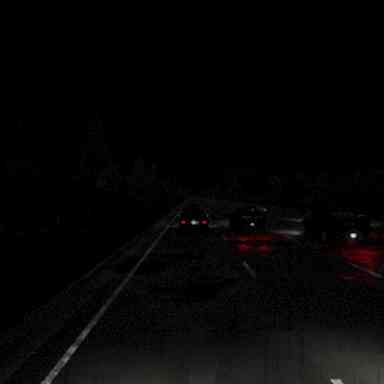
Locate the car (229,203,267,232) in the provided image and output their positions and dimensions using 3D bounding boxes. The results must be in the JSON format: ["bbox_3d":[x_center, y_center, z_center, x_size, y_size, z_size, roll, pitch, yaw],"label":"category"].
[{"bbox_3d":[3.596,1.738,22.225,2.128,1.511,4.902,0,-1,0],"label":"car"}]

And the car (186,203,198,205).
[{"bbox_3d":[0.092,2.020,41.383,1.994,1.385,4.181,0,-1,0],"label":"car"}]

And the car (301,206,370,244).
[{"bbox_3d":[7.097,1.692,17.051,1.837,1.490,4.892,0,-1,0],"label":"car"}]

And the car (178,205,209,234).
[{"bbox_3d":[0.101,1.780,21.094,2.033,1.411,5.357,0,-1,0],"label":"car"}]

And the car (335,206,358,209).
[{"bbox_3d":[10.596,1.751,23.520,2.128,1.511,4.902,0,-1,0],"label":"car"}]

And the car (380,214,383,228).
[{"bbox_3d":[14.095,1.711,21.260,1.882,1.535,5.008,0,0,0],"label":"car"}]
